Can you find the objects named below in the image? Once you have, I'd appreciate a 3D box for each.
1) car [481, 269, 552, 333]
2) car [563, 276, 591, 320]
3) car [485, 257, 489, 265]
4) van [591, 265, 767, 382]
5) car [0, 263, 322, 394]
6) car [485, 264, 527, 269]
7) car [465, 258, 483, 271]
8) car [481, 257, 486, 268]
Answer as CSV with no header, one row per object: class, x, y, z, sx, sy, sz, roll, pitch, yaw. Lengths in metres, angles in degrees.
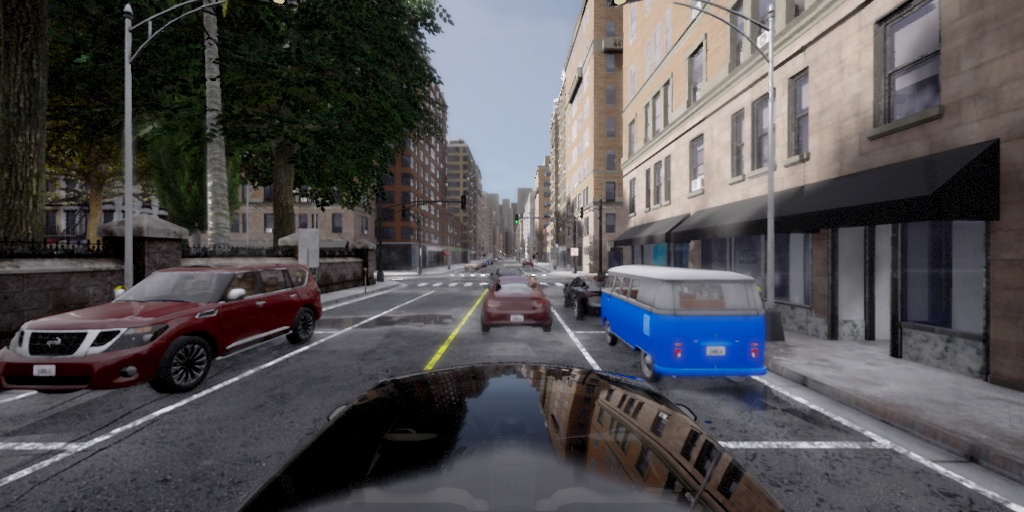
car,0.122,1.282,10.660,1.812,1.442,4.674,0,0,0
car,2.877,1.323,12.539,1.948,1.339,4.313,0,0,0
car,-5.556,1.317,61.445,1.888,1.381,4.507,0,0,0
van,2.866,1.095,6.879,1.690,1.789,3.998,0,0,0
car,-5.659,1.068,6.855,2.192,1.841,5.009,0,0,0
car,-0.342,1.361,21.555,1.895,1.301,4.718,0,0,-9
car,-5.577,1.291,50.373,1.751,1.417,4.829,0,0,0
car,-5.567,1.319,55.994,2.007,1.370,4.403,0,0,0
